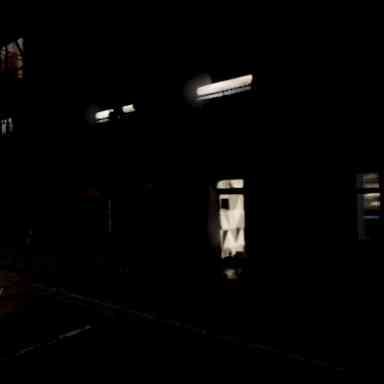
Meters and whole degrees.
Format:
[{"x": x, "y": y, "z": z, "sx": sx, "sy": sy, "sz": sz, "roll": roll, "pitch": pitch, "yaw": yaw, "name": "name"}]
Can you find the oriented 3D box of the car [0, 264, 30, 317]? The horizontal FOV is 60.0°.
[{"x": -5.061, "y": 1.609, "z": 6.512, "sx": 4.829, "sy": 1.417, "sz": 1.752, "roll": -1, "pitch": -1, "yaw": 36, "name": "car"}]
